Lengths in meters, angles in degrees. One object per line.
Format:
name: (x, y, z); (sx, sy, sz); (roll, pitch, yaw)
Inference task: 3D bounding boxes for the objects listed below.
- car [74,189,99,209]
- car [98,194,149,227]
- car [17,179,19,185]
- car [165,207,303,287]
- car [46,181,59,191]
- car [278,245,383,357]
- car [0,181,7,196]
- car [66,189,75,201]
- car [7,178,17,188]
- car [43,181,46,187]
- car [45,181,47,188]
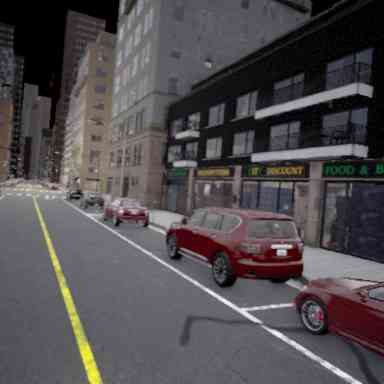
car: (-8.817, 0.736, 29.302); (2.008, 1.369, 4.403); (4, 0, -26)
car: (-3.933, 1.049, 19.447); (1.967, 1.590, 4.097); (4, 0, -26)
car: (-42.495, -2.057, 78.308); (2.008, 1.369, 4.403); (4, 0, -26)
car: (0.952, 1.349, 9.591); (2.192, 1.841, 5.009); (4, 0, -26)
car: (-30.092, -1.184, 72.390); (1.967, 1.590, 4.097); (4, 0, -26)
car: (3.369, 1.828, 4.665); (1.802, 1.307, 4.206); (4, 0, -26)
car: (-21.297, -0.385, 35.364); (1.967, 1.590, 4.097); (4, 0, -26)
car: (-13.693, 0.329, 39.156); (1.947, 1.339, 4.313); (4, 0, -26)
car: (-37.721, -1.632, 68.611); (1.802, 1.307, 4.206); (4, 0, -26)
car: (-34.877, -1.468, 82.088); (2.008, 1.369, 4.403); (4, 0, -26)
car: (-32.562, -1.304, 77.392); (1.752, 1.417, 4.829); (4, 0, -26)
